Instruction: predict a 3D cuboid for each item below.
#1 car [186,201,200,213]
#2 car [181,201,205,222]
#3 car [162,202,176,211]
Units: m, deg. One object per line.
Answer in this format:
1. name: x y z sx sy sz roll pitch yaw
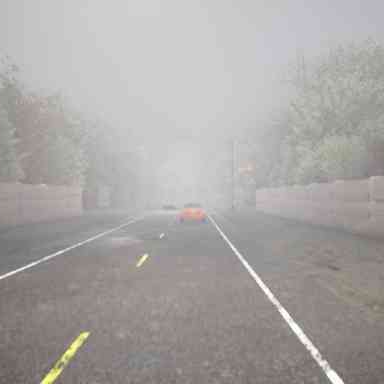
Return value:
1. car: 0.173 1.973 44.967 1.882 1.535 5.008 0 0 1
2. car: 0.085 1.696 30.226 2.097 1.767 4.553 0 -1 1
3. car: -3.455 2.152 50.854 1.895 1.301 4.718 0 -1 0
